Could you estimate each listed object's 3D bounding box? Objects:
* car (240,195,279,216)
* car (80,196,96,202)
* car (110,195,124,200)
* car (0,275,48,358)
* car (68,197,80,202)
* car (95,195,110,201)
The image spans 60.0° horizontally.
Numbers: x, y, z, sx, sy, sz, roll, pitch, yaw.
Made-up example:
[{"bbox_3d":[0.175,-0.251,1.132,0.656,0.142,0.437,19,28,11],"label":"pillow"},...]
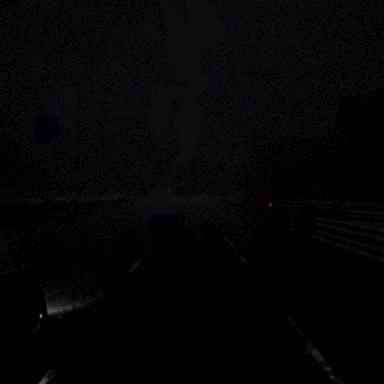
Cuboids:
[{"bbox_3d":[6.900,1.365,34.626,2.150,2.045,5.566,-2,0,-14],"label":"car"},{"bbox_3d":[-24.581,2.126,79.711,1.895,1.301,4.718,0,0,0],"label":"car"},{"bbox_3d":[-17.581,2.032,79.749,1.837,1.490,4.892,0,0,0],"label":"car"},{"bbox_3d":[-3.404,1.584,3.883,1.994,1.385,4.181,0,0,0],"label":"car"},{"bbox_3d":[-28.080,2.029,79.433,1.837,1.490,4.892,0,0,0],"label":"car"},{"bbox_3d":[-21.081,2.056,79.745,1.812,1.442,4.674,0,0,0],"label":"car"}]
